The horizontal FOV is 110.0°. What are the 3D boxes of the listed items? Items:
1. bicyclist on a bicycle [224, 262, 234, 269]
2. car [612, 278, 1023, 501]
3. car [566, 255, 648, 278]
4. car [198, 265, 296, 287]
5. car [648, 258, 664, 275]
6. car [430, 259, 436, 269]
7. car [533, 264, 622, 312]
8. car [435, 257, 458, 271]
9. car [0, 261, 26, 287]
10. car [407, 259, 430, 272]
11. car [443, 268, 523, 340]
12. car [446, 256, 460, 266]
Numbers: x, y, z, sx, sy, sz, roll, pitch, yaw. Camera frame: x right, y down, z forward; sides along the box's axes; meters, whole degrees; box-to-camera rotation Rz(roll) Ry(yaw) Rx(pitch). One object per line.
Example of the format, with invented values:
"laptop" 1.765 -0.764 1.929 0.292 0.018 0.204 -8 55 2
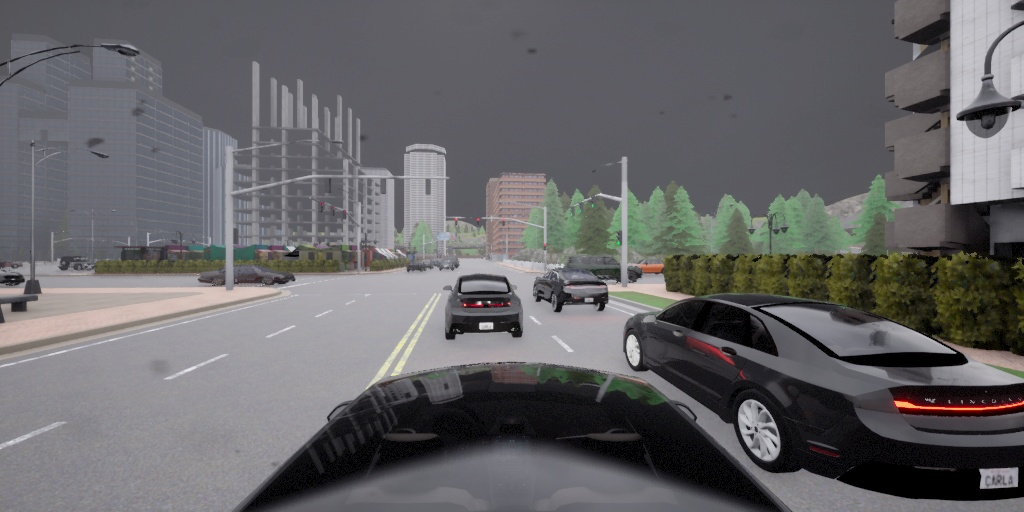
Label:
"bicyclist on a bicycle" -29.516 1.011 37.408 0.582 1.620 1.656 0 5 -5
"car" 3.113 1.255 4.844 1.837 1.490 4.892 0 0 -4
"car" 6.525 0.972 26.094 5.566 2.045 2.150 0 0 -5
"car" -17.611 1.297 23.969 5.357 1.411 2.033 0 0 -5
"car" 14.058 1.102 37.499 4.553 1.767 2.097 0 0 -5
"car" -13.169 1.255 55.317 1.837 1.490 4.892 0 0 -6
"car" 2.140 1.242 14.205 2.128 1.511 4.902 0 0 -9
"car" -9.059 1.242 50.064 2.128 1.511 4.902 0 0 -6
"car" -34.020 1.256 22.525 4.892 1.490 1.837 0 0 -5
"car" -12.195 1.351 46.078 1.895 1.301 4.718 0 0 -4
"car" -0.857 1.255 10.090 1.837 1.490 4.892 0 0 -7
"car" -10.153 0.971 59.864 2.150 2.045 5.566 0 0 -6
